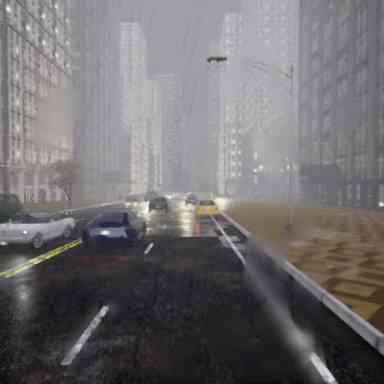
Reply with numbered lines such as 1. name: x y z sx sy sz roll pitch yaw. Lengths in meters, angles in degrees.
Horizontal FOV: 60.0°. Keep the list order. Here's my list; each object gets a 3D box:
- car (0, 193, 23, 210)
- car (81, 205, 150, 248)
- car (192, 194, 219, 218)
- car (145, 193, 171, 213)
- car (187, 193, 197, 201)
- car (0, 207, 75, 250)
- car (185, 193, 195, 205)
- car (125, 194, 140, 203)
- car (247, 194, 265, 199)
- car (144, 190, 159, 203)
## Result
1. car: -9.846 1.089 15.237 2.150 2.045 5.566 0 0 0
2. car: -3.152 1.439 14.109 1.994 1.385 4.181 0 1 0
3. car: 1.137 1.217 26.975 1.801 1.575 5.366 0 1 0
4. car: -3.151 1.185 33.129 1.882 1.535 5.008 0 0 0
5. car: 0.004 0.970 64.111 1.812 1.442 4.674 0 0 0
6. car: -6.598 1.478 13.869 1.895 1.301 4.718 0 1 0
7. car: 0.021 1.143 47.764 1.994 1.385 4.181 0 0 0
8. car: -9.791 1.077 55.151 1.994 1.385 4.181 0 1 1
9. car: 15.921 1.103 82.284 4.403 1.369 2.008 1 1 -1
10. car: -6.535 0.743 55.062 2.150 2.045 5.566 0 1 1
